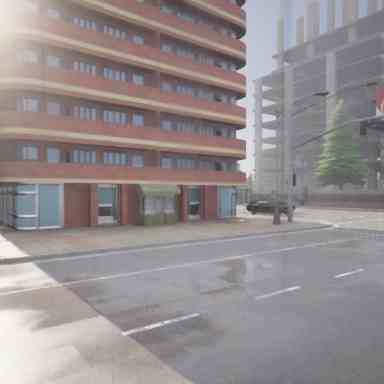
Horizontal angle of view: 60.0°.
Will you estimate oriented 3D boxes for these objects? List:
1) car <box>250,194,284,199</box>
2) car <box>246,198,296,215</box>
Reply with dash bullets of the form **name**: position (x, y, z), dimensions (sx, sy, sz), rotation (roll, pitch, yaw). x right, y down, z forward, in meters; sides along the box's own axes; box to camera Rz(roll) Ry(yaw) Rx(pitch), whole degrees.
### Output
- **car**: position (8.774, 1.222, 37.025), dimensions (2.150, 2.045, 5.566), rotation (0, 0, -36)
- **car**: position (7.619, 1.600, 32.681), dimensions (1.895, 1.301, 4.718), rotation (0, 0, -36)
